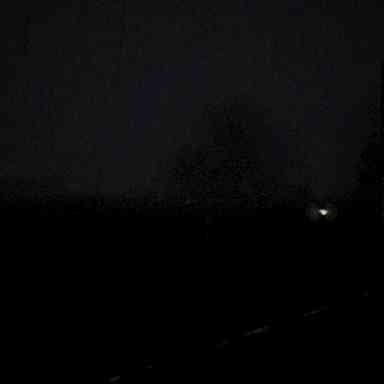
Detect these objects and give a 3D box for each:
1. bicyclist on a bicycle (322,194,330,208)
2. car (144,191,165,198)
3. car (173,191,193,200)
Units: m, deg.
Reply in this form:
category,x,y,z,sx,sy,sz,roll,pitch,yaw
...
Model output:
category,x,y,z,sx,sy,sz,roll,pitch,yaw
bicyclist on a bicycle,15.503,1.080,38.366,1.656,1.620,0.582,0,1,-35
car,-7.356,0.424,65.097,2.033,1.411,5.357,-1,2,-35
car,-1.452,0.621,56.892,1.812,1.442,4.674,-1,2,-35
